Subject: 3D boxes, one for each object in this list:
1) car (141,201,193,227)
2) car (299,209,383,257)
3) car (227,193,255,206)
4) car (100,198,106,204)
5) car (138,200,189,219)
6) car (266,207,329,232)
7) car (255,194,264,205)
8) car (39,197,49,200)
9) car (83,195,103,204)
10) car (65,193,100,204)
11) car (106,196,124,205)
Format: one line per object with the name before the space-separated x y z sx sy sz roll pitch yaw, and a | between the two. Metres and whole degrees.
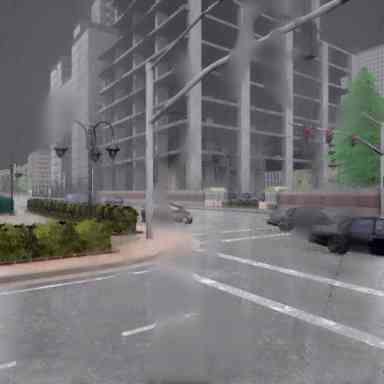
car | -1.811 1.470 22.612 1.812 1.442 4.674 0 0 -36
car | 6.561 1.529 11.100 2.033 1.411 5.357 0 0 -36
car | 7.095 1.114 50.650 1.905 1.878 3.866 0 0 -36
car | -13.724 1.470 45.006 1.812 1.442 4.674 0 0 -36
car | -2.678 1.492 29.764 2.033 1.411 5.357 0 0 -36
car | 6.640 1.514 17.866 5.357 1.411 2.033 1 1 45
car | 9.485 1.114 52.365 1.905 1.878 3.866 0 0 -36
car | -23.211 1.509 52.234 1.994 1.385 4.181 0 0 -36
car | -19.444 1.436 65.103 2.128 1.511 4.902 0 0 -36
car | -12.768 1.168 37.704 2.150 2.045 5.566 0 0 -36
car | -13.340 1.436 56.692 2.128 1.511 4.902 0 0 -36
